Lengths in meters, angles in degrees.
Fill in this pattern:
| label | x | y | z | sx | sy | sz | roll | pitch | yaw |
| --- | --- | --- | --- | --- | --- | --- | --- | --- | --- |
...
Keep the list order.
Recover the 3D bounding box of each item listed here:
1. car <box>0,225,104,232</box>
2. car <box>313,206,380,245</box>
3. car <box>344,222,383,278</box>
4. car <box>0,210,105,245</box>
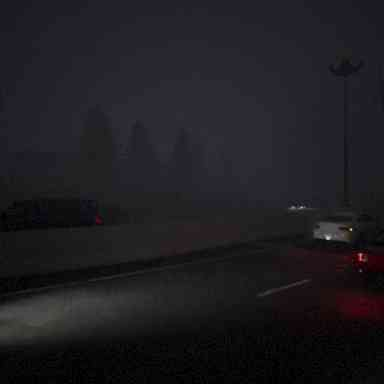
| label | x | y | z | sx | sy | sz | roll | pitch | yaw |
| --- | --- | --- | --- | --- | --- | --- | --- | --- | --- |
| car | -6.239 | 1.258 | 12.607 | 5.566 | 2.045 | 2.150 | 0 | 0 | -38 |
| car | 6.979 | 1.544 | 14.550 | 4.674 | 1.442 | 1.812 | 0 | 0 | -44 |
| car | 6.221 | 1.610 | 9.066 | 4.718 | 1.301 | 1.895 | 0 | 0 | -42 |
| car | -6.926 | 1.646 | 16.494 | 4.718 | 1.301 | 1.895 | 0 | 0 | -39 |
